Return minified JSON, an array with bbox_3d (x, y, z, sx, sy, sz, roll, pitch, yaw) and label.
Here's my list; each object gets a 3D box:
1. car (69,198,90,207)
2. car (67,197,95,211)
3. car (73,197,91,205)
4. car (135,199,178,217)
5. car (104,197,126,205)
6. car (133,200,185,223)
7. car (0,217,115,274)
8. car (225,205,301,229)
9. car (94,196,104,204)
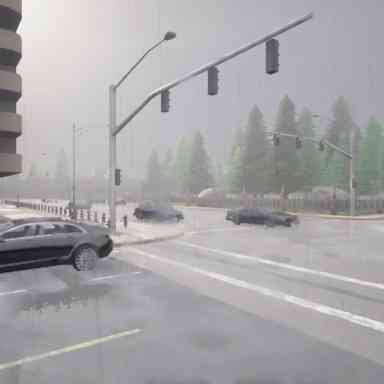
[{"bbox_3d":[-18.009,1.671,53.001,1.895,1.301,4.718,0,0,-36],"label":"car"},{"bbox_3d":[-14.278,1.593,41.981,1.812,1.442,4.674,0,0,-37],"label":"car"},{"bbox_3d":[-20.807,1.675,62.933,1.895,1.301,4.718,0,0,-36],"label":"car"},{"bbox_3d":[-3.700,1.562,33.510,2.128,1.511,4.902,0,0,-36],"label":"car"},{"bbox_3d":[-13.232,1.602,58.579,1.812,1.442,4.674,0,0,-36],"label":"car"},{"bbox_3d":[-2.764,1.615,26.347,2.033,1.411,5.357,0,0,-36],"label":"car"},{"bbox_3d":[-4.624,1.493,9.237,4.902,1.511,2.128,0,0,-36],"label":"car"},{"bbox_3d":[4.549,1.606,22.334,2.033,1.411,5.357,0,-1,-36],"label":"car"},{"bbox_3d":[-18.737,1.568,66.023,2.128,1.511,4.902,0,0,-36],"label":"car"}]
